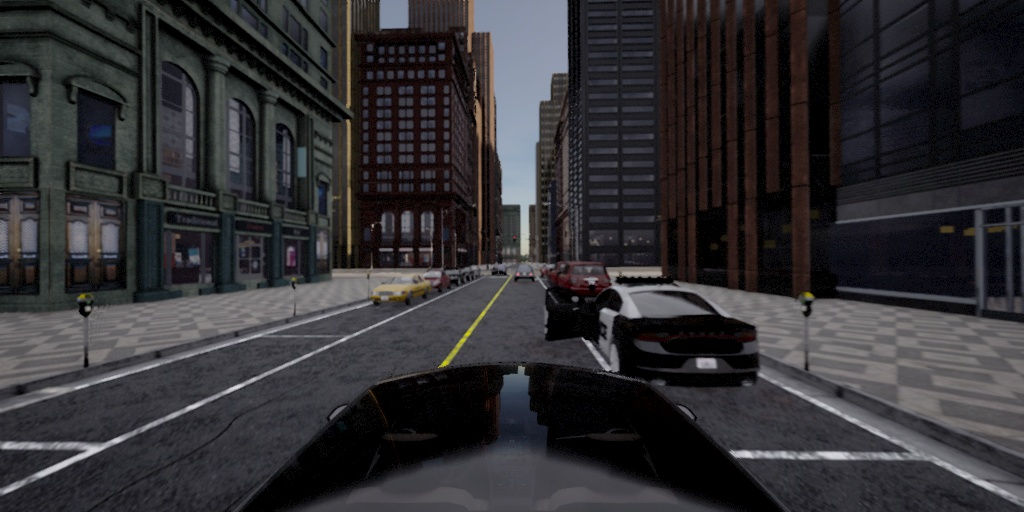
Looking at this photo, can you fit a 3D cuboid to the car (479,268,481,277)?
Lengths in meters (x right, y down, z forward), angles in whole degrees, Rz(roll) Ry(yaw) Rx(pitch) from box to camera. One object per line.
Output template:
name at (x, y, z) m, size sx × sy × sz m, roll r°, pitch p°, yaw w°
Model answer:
car at (-4.432, 1.701, 39.935) m, size 2.007 × 1.370 × 4.403 m, roll 0°, pitch 0°, yaw 2°

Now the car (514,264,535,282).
car at (1.159, 1.599, 33.010) m, size 2.033 × 1.411 × 5.357 m, roll 0°, pitch -1°, yaw 2°

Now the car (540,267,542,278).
car at (4.089, 1.544, 39.653) m, size 1.967 × 1.591 × 4.097 m, roll 0°, pitch 0°, yaw 2°

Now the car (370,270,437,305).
car at (-5.187, 1.453, 17.232) m, size 1.751 × 1.417 × 4.829 m, roll 0°, pitch 0°, yaw 2°

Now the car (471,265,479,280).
car at (-4.619, 1.660, 34.301) m, size 1.948 × 1.339 × 4.313 m, roll 0°, pitch 0°, yaw 2°

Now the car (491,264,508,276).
car at (-1.510, 1.737, 45.175) m, size 2.033 × 1.411 × 5.357 m, roll 0°, pitch -1°, yaw 2°

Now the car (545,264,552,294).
car at (3.527, 1.251, 22.755) m, size 2.192 × 1.841 × 5.009 m, roll 0°, pitch 0°, yaw 2°

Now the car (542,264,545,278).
car at (3.714, 1.557, 28.388) m, size 1.948 × 1.339 × 4.313 m, roll 0°, pitch 0°, yaw 2°

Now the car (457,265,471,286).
car at (-4.806, 1.603, 28.668) m, size 1.948 × 1.339 × 4.313 m, roll 0°, pitch 0°, yaw 2°

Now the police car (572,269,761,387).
police car at (2.611, 1.214, 7.241) m, size 1.930 × 1.638 × 5.238 m, roll 0°, pitch -1°, yaw 2°

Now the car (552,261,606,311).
car at (3.339, 1.196, 17.122) m, size 2.192 × 1.841 × 5.009 m, roll 0°, pitch 0°, yaw 2°

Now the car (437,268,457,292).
car at (-4.994, 1.564, 23.035) m, size 1.802 × 1.307 × 4.207 m, roll 0°, pitch 0°, yaw 2°
